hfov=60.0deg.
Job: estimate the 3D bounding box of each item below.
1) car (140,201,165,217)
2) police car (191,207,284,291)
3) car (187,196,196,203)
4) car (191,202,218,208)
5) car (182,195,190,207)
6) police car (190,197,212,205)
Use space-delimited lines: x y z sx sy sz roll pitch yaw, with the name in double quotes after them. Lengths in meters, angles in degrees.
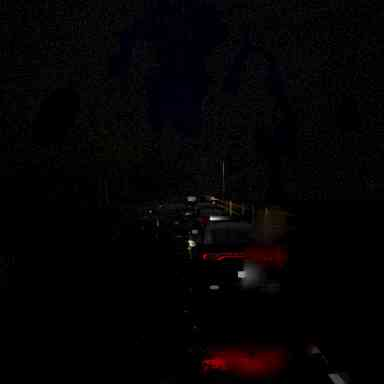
-3.675 1.577 31.444 1.994 1.385 4.181 0 0 0 "car"
1.027 1.432 9.182 1.930 1.638 5.238 0 0 0 "police car"
-0.166 1.595 69.576 1.895 1.301 4.718 0 0 0 "car"
1.004 1.537 19.079 1.812 1.442 4.674 0 0 0 "car"
-0.060 1.503 50.942 2.128 1.511 4.902 0 0 0 "car"
0.989 1.437 25.194 1.930 1.638 5.238 0 0 0 "police car"
